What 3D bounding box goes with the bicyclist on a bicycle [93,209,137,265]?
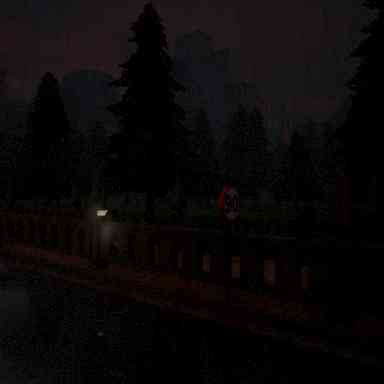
[{"bbox_3d":[-2.169,1.335,9.687,0.582,1.620,1.656,0,-3,36],"label":"bicyclist on a bicycle"}]
